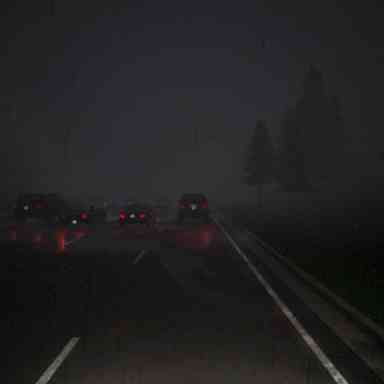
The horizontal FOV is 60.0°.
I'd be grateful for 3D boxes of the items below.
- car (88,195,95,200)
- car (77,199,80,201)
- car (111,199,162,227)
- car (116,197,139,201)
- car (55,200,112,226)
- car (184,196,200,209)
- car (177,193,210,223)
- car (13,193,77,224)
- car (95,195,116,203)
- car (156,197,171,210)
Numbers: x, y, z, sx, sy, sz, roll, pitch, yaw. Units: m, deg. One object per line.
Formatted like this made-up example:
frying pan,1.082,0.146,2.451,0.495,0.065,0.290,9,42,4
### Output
car,-13.989,1.189,49.408,1.837,1.490,4.892,0,1,0
car,-14.001,1.279,38.259,1.812,1.442,4.674,0,0,0
car,-3.399,1.408,21.492,2.033,1.411,5.357,0,0,0
car,-6.991,1.296,39.126,2.033,1.411,5.357,0,0,0
car,-6.901,1.460,21.778,1.895,1.301,4.718,0,0,0
car,0.033,1.292,42.201,1.994,1.385,4.181,0,0,1
car,0.099,1.068,23.788,2.150,2.045,5.566,0,0,0
car,-10.401,1.069,23.550,2.150,2.045,5.566,0,0,0
car,-10.464,1.253,42.258,1.812,1.442,4.674,0,0,1
car,-3.493,1.297,38.880,2.033,1.411,5.357,0,0,0
